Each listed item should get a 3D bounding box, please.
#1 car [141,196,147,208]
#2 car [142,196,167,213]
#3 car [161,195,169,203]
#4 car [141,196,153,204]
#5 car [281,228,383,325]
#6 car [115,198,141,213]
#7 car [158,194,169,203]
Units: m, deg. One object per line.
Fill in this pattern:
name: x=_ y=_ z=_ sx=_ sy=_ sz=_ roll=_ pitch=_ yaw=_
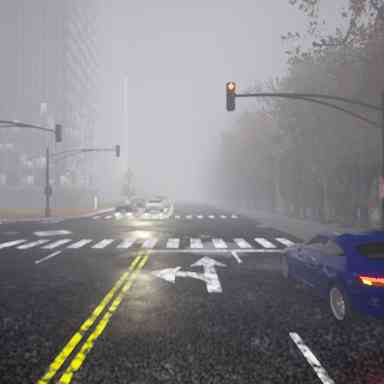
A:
car: x=-7.917 y=1.569 z=48.500 sx=2.033 sy=1.411 sz=5.357 roll=0 pitch=0 yaw=-3
car: x=-4.155 y=1.541 z=37.777 sx=1.812 sy=1.442 sz=4.674 roll=0 pitch=0 yaw=-1
car: x=-4.644 y=1.377 z=48.102 sx=2.097 sy=1.767 sz=4.553 roll=0 pitch=0 yaw=-3
car: x=-9.021 y=1.533 z=67.553 sx=2.128 sy=1.511 sz=4.902 roll=0 pitch=0 yaw=-4
car: x=3.322 y=1.491 z=7.013 sx=1.812 sy=1.442 sz=4.674 roll=-3 pitch=-1 yaw=-2
car: x=-7.422 y=1.562 z=38.001 sx=2.033 sy=1.411 sz=5.357 roll=0 pitch=0 yaw=-2
car: x=-5.821 y=1.391 z=68.395 sx=2.097 sy=1.767 sz=4.553 roll=0 pitch=0 yaw=-4
